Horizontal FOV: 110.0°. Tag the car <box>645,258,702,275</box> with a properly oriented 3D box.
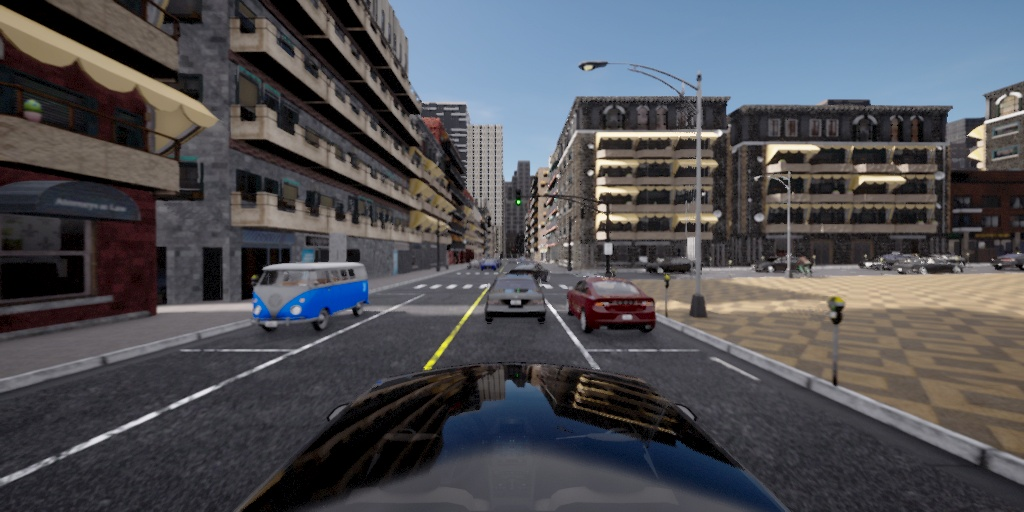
[{"bbox_3d":[15.058,0.919,33.571,5.008,1.535,1.882,-1,1,-1],"label":"car"}]

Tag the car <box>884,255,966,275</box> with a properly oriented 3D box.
[{"bbox_3d":[32.474,0.772,28.032,4.403,1.370,2.007,0,0,-1],"label":"car"}]

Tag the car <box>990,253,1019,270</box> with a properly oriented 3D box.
[{"bbox_3d":[44.378,0.502,30.838,4.902,1.511,2.128,-1,1,0],"label":"car"}]

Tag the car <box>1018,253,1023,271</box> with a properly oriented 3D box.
[{"bbox_3d":[43.611,0.598,28.190,4.403,1.370,2.007,0,0,-1],"label":"car"}]

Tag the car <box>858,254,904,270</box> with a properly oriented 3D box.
[{"bbox_3d":[36.012,0.603,33.853,4.902,1.511,2.128,-1,1,-1],"label":"car"}]

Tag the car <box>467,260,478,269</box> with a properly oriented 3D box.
[{"bbox_3d":[-5.697,1.254,54.056,2.007,1.370,4.403,0,0,0],"label":"car"}]

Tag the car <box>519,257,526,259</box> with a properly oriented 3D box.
[{"bbox_3d":[2.682,1.142,59.580,1.967,1.591,4.097,0,0,0],"label":"car"}]

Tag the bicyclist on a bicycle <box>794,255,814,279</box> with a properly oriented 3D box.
[{"bbox_3d":[20.242,0.743,24.903,0.582,1.620,1.656,-1,0,-1],"label":"bicyclist on a bicycle"}]

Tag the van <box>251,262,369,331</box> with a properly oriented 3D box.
[{"bbox_3d":[-5.693,1.080,10.581,1.690,1.789,3.998,0,0,0],"label":"van"}]

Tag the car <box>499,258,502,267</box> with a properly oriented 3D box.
[{"bbox_3d":[-3.079,1.055,57.479,2.097,1.767,4.553,0,0,0],"label":"car"}]

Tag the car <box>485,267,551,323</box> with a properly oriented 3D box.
[{"bbox_3d":[0.100,1.285,12.114,2.033,1.411,5.357,0,0,0],"label":"car"}]

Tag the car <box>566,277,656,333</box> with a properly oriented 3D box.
[{"bbox_3d":[2.688,1.284,10.581,1.888,1.381,4.507,0,0,0],"label":"car"}]

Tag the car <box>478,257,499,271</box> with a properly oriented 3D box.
[{"bbox_3d":[-3.097,1.184,48.320,1.882,1.535,5.008,0,0,1],"label":"car"}]

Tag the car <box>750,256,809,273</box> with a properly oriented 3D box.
[{"bbox_3d":[25.117,0.787,33.711,4.892,1.490,1.837,-1,1,-1],"label":"car"}]

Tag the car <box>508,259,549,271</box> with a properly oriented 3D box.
[{"bbox_3d":[1.338,1.201,25.086,1.882,1.535,5.008,-1,0,18],"label":"car"}]
